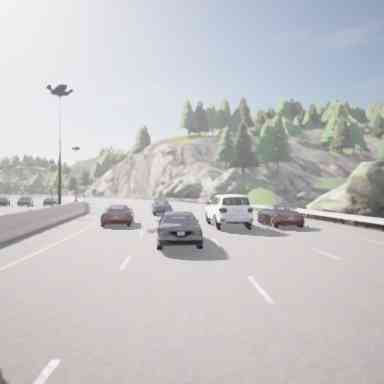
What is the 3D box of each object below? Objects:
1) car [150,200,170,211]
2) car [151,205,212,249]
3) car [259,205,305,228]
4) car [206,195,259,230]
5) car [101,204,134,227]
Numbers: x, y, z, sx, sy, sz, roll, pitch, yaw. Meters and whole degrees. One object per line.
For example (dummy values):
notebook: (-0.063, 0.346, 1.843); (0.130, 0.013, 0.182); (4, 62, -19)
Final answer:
car: (-3.062, 1.511, 33.012); (2.033, 1.411, 5.357); (0, 0, -11)
car: (-0.588, 1.530, 14.416); (2.033, 1.411, 5.357); (0, 0, -5)
car: (5.661, 1.525, 21.734); (1.994, 1.385, 4.181); (0, 0, -7)
car: (2.239, 1.190, 21.197); (2.150, 2.045, 5.566); (0, 0, -7)
car: (-5.046, 1.544, 22.863); (1.994, 1.385, 4.181); (0, 0, -7)
